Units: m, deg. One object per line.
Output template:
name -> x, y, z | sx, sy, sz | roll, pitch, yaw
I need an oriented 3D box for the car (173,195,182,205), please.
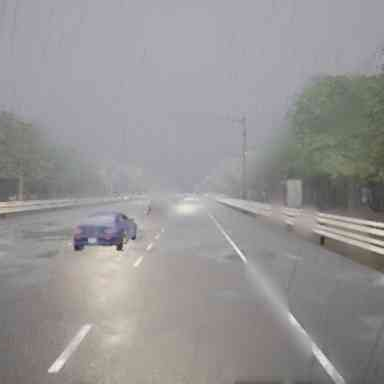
car -> -3.427, 1.588, 61.805 | 2.033, 1.411, 5.357 | 0, 0, 0

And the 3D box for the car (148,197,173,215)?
car -> -3.469, 1.504, 34.646 | 2.128, 1.511, 4.902 | 0, 0, 0

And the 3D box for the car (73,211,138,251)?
car -> -3.489, 1.531, 13.972 | 1.812, 1.442, 4.674 | 0, 0, 0
